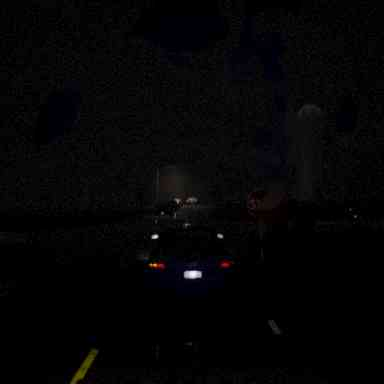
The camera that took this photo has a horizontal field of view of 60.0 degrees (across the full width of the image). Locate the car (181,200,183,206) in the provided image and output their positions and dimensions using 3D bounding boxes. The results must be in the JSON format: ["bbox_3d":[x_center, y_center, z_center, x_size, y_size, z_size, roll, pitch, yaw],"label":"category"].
[{"bbox_3d":[-2.840,1.839,54.219,2.128,1.511,4.902,0,-1,0],"label":"car"}]

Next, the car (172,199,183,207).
[{"bbox_3d":[-2.785,2.066,64.169,1.994,1.385,4.181,0,-1,1],"label":"car"}]

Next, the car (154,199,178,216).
[{"bbox_3d":[-2.862,1.661,34.892,2.033,1.411,5.357,0,0,0],"label":"car"}]

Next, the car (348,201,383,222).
[{"bbox_3d":[12.647,1.175,21.346,4.718,1.301,1.895,-2,-1,-2],"label":"car"}]

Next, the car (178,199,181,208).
[{"bbox_3d":[-2.848,1.813,44.511,1.895,1.301,4.718,0,-1,0],"label":"car"}]

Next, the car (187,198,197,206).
[{"bbox_3d":[-0.015,1.886,66.184,2.097,1.767,4.553,0,-1,0],"label":"car"}]

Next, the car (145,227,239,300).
[{"bbox_3d":[-0.093,1.571,8.452,1.994,1.385,4.181,0,0,-3],"label":"car"}]
